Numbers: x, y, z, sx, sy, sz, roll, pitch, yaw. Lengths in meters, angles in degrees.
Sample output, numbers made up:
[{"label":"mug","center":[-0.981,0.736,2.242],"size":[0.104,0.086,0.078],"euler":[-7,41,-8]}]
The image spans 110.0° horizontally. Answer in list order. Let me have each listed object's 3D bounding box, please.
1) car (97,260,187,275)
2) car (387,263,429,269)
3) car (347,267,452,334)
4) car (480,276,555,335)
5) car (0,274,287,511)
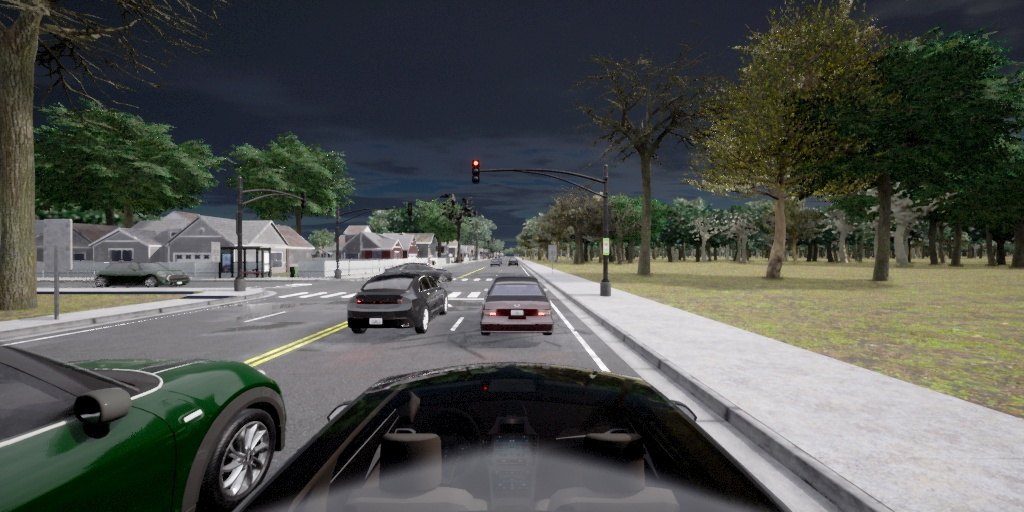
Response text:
[{"label":"car","center":[-23.488,1.133,22.923],"size":[4.553,1.767,2.097],"euler":[0,0,0]},{"label":"car","center":[-6.707,1.256,25.600],"size":[4.892,1.490,1.837],"euler":[0,2,-29]},{"label":"car","center":[-3.138,1.254,10.674],"size":[1.837,1.490,4.892],"euler":[0,0,0]},{"label":"car","center":[0.119,1.297,10.421],"size":[2.033,1.411,5.357],"euler":[0,0,0]},{"label":"car","center":[-3.149,1.102,1.476],"size":[2.097,1.767,4.553],"euler":[0,0,0]}]
